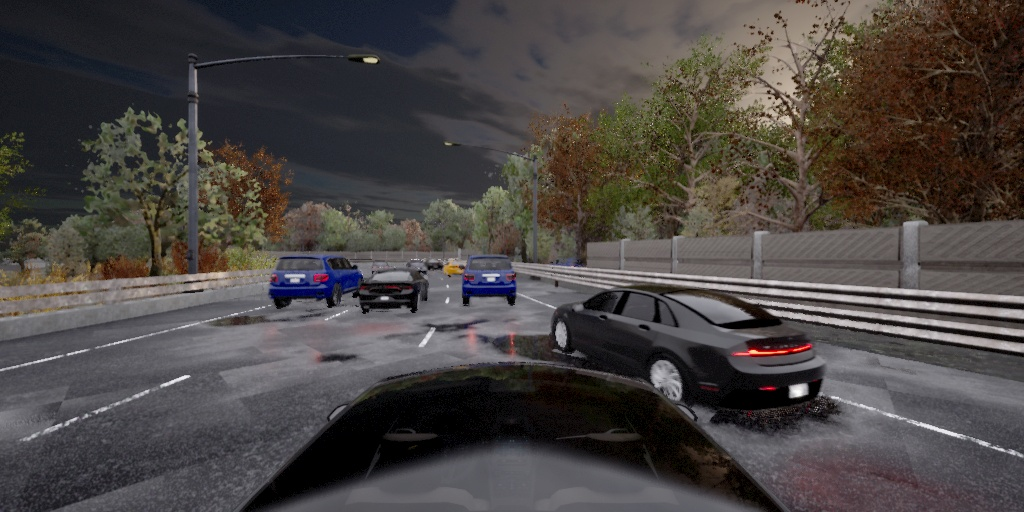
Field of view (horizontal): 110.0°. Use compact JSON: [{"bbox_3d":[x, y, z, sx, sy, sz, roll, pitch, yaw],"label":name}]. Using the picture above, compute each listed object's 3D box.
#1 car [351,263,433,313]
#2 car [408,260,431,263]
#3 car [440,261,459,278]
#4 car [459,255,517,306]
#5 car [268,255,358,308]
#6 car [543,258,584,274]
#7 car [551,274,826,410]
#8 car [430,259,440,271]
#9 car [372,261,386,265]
[{"bbox_3d":[-4.430,1.220,14.074,1.882,1.535,5.008,0,0,-7],"label":"car"},{"bbox_3d":[-10.029,1.275,37.425,2.033,1.411,5.357,0,0,-20],"label":"car"},{"bbox_3d":[-5.450,1.207,34.541,1.882,1.535,5.008,0,-1,-17],"label":"car"},{"bbox_3d":[-1.155,0.963,16.053,2.150,2.045,5.566,0,0,-8],"label":"car"},{"bbox_3d":[-8.115,0.963,15.401,2.150,2.045,5.566,0,0,-8],"label":"car"},{"bbox_3d":[5.711,1.257,40.031,2.150,2.045,5.566,3,-1,-30],"label":"car"},{"bbox_3d":[2.380,1.253,6.298,1.837,1.490,4.892,0,0,-20],"label":"car"},{"bbox_3d":[-10.759,1.198,48.013,1.882,1.535,5.008,0,0,-24],"label":"car"},{"bbox_3d":[-14.409,1.274,39.151,2.033,1.411,5.357,0,0,-21],"label":"car"}]
